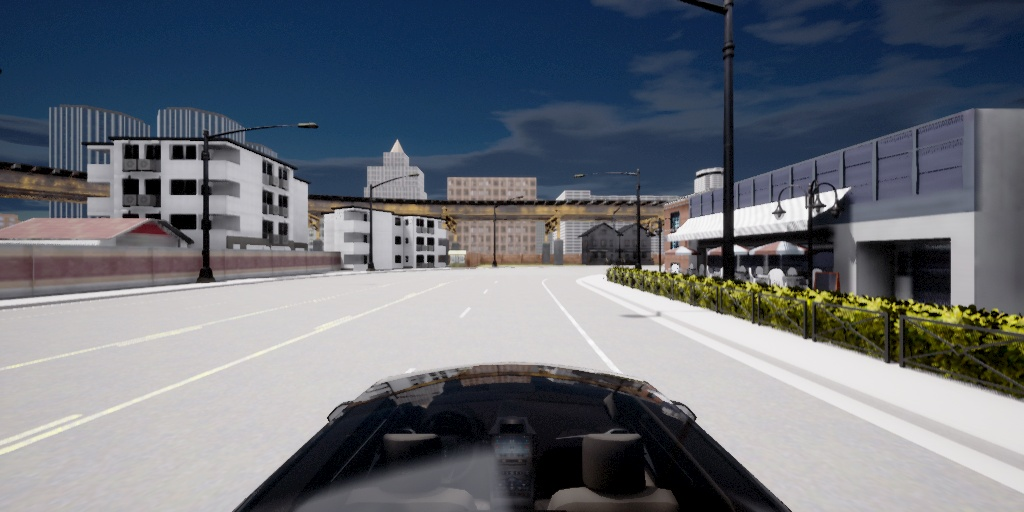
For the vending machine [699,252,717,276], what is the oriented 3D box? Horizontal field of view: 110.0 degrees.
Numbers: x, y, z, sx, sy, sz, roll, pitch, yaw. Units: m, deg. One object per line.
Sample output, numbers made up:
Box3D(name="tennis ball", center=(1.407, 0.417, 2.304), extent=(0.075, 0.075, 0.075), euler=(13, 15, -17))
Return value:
Box3D(name="vending machine", center=(22.304, 0.928, 40.850), extent=(0.880, 2.100, 1.100), euler=(0, 0, 0))
